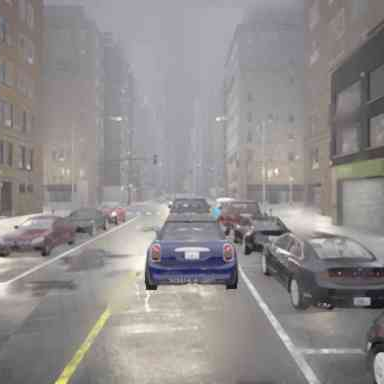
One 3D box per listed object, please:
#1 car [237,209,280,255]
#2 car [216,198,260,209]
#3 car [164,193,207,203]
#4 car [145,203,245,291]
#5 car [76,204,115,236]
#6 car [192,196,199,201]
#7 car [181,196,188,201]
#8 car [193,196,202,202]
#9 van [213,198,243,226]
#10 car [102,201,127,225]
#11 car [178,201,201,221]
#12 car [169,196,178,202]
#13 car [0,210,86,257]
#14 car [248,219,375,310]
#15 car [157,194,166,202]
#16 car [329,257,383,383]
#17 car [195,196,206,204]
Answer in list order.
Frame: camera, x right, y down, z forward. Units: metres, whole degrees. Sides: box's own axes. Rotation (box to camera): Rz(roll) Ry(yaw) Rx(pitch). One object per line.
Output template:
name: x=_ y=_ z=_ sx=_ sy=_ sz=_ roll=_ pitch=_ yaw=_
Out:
car: x=2.690 y=1.586 z=13.165 sx=1.947 sy=1.339 sz=4.313 roll=0 pitch=0 yaw=-1
car: x=2.618 y=1.344 z=18.689 sx=2.192 sy=1.841 sz=5.009 roll=0 pitch=0 yaw=-1
car: x=-0.130 y=1.250 z=17.775 sx=2.150 sy=2.045 sz=5.566 roll=0 pitch=0 yaw=-1
car: x=-0.058 y=1.368 z=9.228 sx=2.097 sy=1.767 sz=4.553 roll=0 pitch=0 yaw=-2
car: x=-5.907 y=1.597 z=18.571 sx=1.947 sy=1.339 sz=4.313 roll=0 pitch=0 yaw=-1
car: x=0.895 y=1.781 z=90.696 sx=1.802 sy=1.307 sz=4.206 roll=0 pitch=0 yaw=-2
car: x=-2.054 y=1.762 z=93.292 sx=1.994 sy=1.385 sz=4.181 roll=0 pitch=0 yaw=-2
car: x=1.292 y=1.745 z=79.397 sx=1.802 sy=1.307 sz=4.206 roll=0 pitch=0 yaw=-2
van: x=2.546 y=1.379 z=24.212 sx=1.690 sy=1.788 sz=3.998 roll=0 pitch=0 yaw=-1
car: x=-5.979 y=1.480 z=24.095 sx=1.967 sy=1.590 sz=4.097 roll=0 pitch=0 yaw=-1
car: x=-0.271 y=1.571 z=28.339 sx=1.812 sy=1.442 sz=4.674 roll=0 pitch=0 yaw=-1
car: x=-4.738 y=1.704 z=84.198 sx=2.128 sy=1.511 sz=4.902 roll=0 pitch=0 yaw=-2
car: x=-5.835 y=1.604 z=13.046 sx=1.802 sy=1.307 sz=4.206 roll=0 pitch=0 yaw=-1
car: x=2.762 y=1.562 z=7.642 sx=2.008 sy=1.369 sz=4.403 roll=0 pitch=0 yaw=-1
car: x=-7.229 y=1.605 z=79.108 sx=1.967 sy=1.590 sz=4.097 roll=0 pitch=0 yaw=-2
car: x=2.835 y=1.554 z=2.119 sx=2.008 sy=1.369 sz=4.403 roll=0 pitch=0 yaw=-1
car: x=1.687 y=1.574 z=68.094 sx=1.967 sy=1.590 sz=4.097 roll=0 pitch=0 yaw=-2
